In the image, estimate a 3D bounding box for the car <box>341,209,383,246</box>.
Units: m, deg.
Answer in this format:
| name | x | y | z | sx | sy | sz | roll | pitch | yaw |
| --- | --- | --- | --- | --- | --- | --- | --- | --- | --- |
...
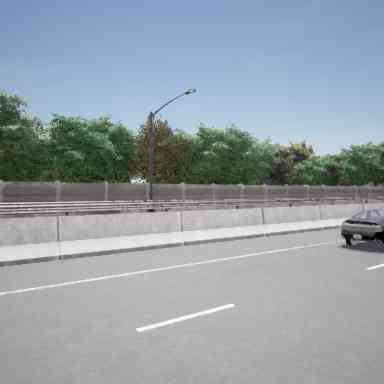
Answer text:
| name | x | y | z | sx | sy | sz | roll | pitch | yaw |
| --- | --- | --- | --- | --- | --- | --- | --- | --- | --- |
| car | 8.274 | 1.485 | 14.070 | 4.902 | 1.511 | 2.128 | 0 | 0 | -35 |
